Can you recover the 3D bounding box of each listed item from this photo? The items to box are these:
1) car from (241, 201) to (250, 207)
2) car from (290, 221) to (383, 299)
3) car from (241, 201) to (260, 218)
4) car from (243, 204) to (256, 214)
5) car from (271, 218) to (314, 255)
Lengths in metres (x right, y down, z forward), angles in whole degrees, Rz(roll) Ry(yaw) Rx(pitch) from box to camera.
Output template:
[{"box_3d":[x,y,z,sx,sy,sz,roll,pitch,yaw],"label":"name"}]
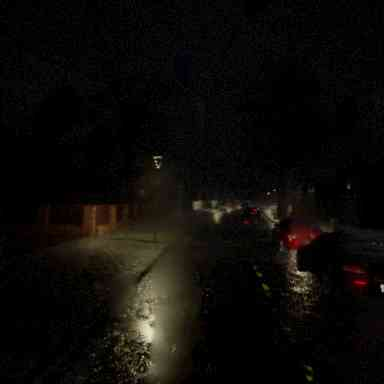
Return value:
[{"box_3d":[14.278,3.216,89.067,1.882,1.535,5.008,2,-1,14],"label":"car"},{"box_3d":[4.152,1.808,8.965,1.812,1.442,4.674,2,-1,5],"label":"car"},{"box_3d":[7.170,2.284,40.078,2.128,1.511,4.902,2,-1,9],"label":"car"},{"box_3d":[8.962,2.617,51.743,1.895,1.301,4.718,2,-1,10],"label":"car"},{"box_3d":[4.719,1.904,14.911,1.812,1.442,4.674,2,-1,6],"label":"car"}]
